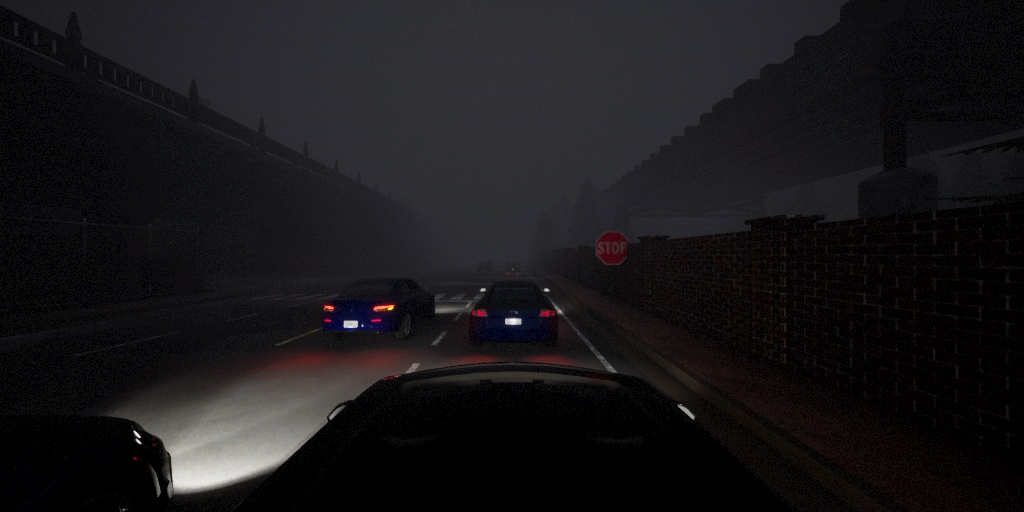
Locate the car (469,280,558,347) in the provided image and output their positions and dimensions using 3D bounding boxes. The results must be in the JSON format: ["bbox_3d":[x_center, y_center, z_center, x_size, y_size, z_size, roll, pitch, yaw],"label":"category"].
[{"bbox_3d":[0.069,1.314,9.357,1.994,1.385,4.181,0,0,1],"label":"car"}]

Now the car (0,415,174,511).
[{"bbox_3d":[-3.399,1.314,0.784,1.994,1.385,4.181,0,0,0],"label":"car"}]

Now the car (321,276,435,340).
[{"bbox_3d":[-3.412,1.276,9.880,1.812,1.442,4.674,0,0,0],"label":"car"}]

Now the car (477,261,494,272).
[{"bbox_3d":[-3.393,1.297,46.000,2.033,1.411,5.357,0,0,-1],"label":"car"}]

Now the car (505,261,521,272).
[{"bbox_3d":[0.102,1.351,46.168,1.895,1.301,4.718,0,0,-1],"label":"car"}]
